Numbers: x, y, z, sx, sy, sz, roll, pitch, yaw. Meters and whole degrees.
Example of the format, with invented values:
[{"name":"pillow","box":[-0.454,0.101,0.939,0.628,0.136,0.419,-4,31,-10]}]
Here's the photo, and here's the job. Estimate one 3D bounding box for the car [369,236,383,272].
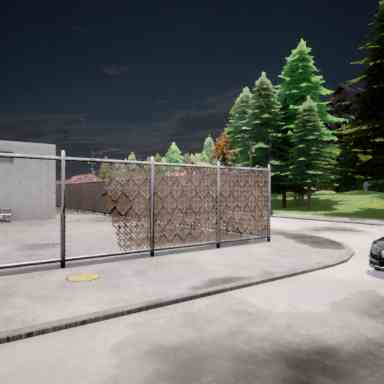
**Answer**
[{"name":"car","box":[7.015,1.491,9.611,4.902,1.511,2.128,0,0,-36]}]
